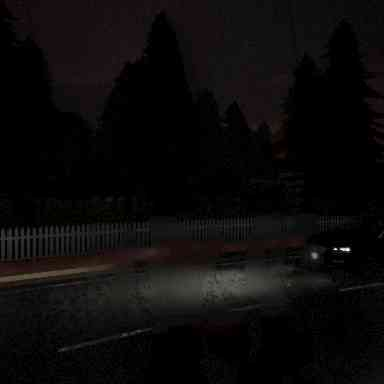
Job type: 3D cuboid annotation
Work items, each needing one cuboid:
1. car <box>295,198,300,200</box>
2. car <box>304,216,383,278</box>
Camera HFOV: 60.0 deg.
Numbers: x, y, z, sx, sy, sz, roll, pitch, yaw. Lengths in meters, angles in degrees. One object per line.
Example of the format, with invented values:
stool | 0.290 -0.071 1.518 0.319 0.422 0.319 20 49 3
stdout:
car | 20.592 1.655 62.398 1.895 1.301 4.718 0 0 -3
car | 5.704 1.491 9.992 4.902 1.511 2.128 0 0 -19
